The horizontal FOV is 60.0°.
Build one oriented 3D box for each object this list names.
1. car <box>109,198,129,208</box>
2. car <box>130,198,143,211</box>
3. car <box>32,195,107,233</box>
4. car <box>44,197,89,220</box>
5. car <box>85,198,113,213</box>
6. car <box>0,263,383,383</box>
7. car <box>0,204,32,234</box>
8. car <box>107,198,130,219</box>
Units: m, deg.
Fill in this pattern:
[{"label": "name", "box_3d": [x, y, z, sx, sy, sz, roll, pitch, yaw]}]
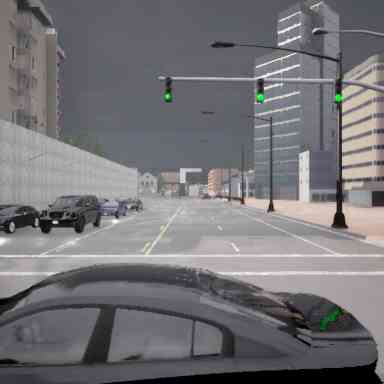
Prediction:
[{"label": "car", "box_3d": [-10.576, 1.601, 48.365, 1.895, 1.301, 4.718, 0, 0, 0]}, {"label": "car", "box_3d": [-7.107, 1.491, 40.034, 2.128, 1.511, 4.902, 0, 0, 0]}, {"label": "car", "box_3d": [-7.104, 1.221, 20.051, 2.150, 2.045, 5.566, 0, 0, 0]}, {"label": "car", "box_3d": [-10.611, 1.352, 28.487, 2.097, 1.767, 4.553, 0, 0, 0]}, {"label": "car", "box_3d": [-10.609, 1.505, 38.305, 1.837, 1.490, 4.892, 0, 0, 0]}, {"label": "car", "box_3d": [-0.935, 1.483, 3.128, 5.008, 1.535, 1.882, 0, 0, 0]}, {"label": "car", "box_3d": [-10.608, 1.505, 19.419, 1.837, 1.490, 4.892, 0, 0, 0]}, {"label": "car", "box_3d": [-7.111, 1.526, 29.692, 1.812, 1.442, 4.674, 0, 0, 0]}]
